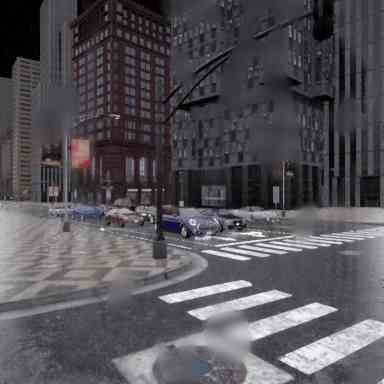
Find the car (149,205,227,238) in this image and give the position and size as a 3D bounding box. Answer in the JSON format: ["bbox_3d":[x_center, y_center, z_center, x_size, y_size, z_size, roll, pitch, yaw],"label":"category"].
[{"bbox_3d":[-0.383,1.636,19.594,2.097,1.767,4.553,0,-1,-35],"label":"car"}]

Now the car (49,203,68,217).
[{"bbox_3d":[-16.697,2.416,42.417,1.895,1.301,4.718,0,-1,-35],"label":"car"}]

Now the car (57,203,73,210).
[{"bbox_3d":[-24.986,2.851,65.388,1.895,1.301,4.718,0,-1,-36],"label":"car"}]

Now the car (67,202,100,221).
[{"bbox_3d":[-10.928,2.103,34.326,1.882,1.535,5.008,0,-1,-36],"label":"car"}]

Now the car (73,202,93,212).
[{"bbox_3d":[-18.586,2.548,56.472,1.837,1.490,4.892,0,-1,-36],"label":"car"}]

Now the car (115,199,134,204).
[{"bbox_3d":[-10.761,2.092,51.145,2.150,2.045,5.566,0,-1,-36],"label":"car"}]

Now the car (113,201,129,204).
[{"bbox_3d":[-9.552,2.153,37.984,2.128,1.511,4.902,0,-1,-36],"label":"car"}]

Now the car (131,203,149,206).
[{"bbox_3d":[-3.489,1.969,29.530,1.837,1.490,4.892,0,-1,-35],"label":"car"}]

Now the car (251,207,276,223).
[{"bbox_3d":[4.973,1.954,29.115,1.895,1.301,4.718,0,-1,-35],"label":"car"}]

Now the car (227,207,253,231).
[{"bbox_3d":[1.691,1.861,22.312,1.994,1.385,4.181,0,-1,-36],"label":"car"}]

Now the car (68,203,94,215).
[{"bbox_3d":[-15.589,2.352,46.477,2.128,1.511,4.902,0,-1,-35],"label":"car"}]

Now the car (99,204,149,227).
[{"bbox_3d":[-5.534,1.975,26.808,1.812,1.442,4.674,0,-1,-36],"label":"car"}]
